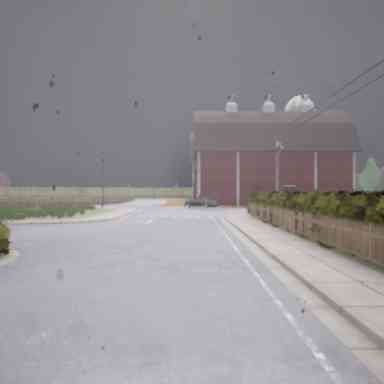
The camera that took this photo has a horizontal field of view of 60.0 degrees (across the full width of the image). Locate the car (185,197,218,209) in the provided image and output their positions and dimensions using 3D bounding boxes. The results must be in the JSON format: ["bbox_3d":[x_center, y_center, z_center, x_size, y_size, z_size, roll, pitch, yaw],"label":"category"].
[{"bbox_3d":[1.208,1.410,43.844,4.902,1.511,2.128,0,-1,41],"label":"car"}]
